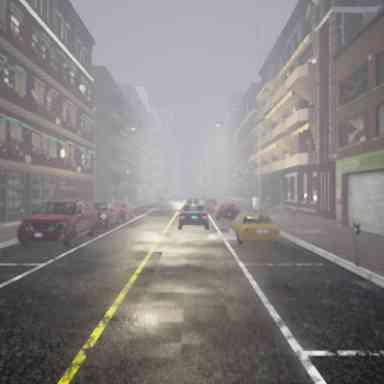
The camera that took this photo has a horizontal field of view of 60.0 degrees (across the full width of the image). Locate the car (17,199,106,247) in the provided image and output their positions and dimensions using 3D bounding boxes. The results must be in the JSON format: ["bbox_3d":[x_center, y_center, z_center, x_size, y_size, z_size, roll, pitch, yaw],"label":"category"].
[{"bbox_3d":[-5.693,1.261,14.831,2.192,1.841,5.009,0,0,0],"label":"car"}]

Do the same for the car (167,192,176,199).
[{"bbox_3d":[-5.720,0.961,93.738,2.192,1.841,5.009,0,0,0],"label":"car"}]

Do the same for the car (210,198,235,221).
[{"bbox_3d":[2.682,1.448,26.103,1.887,1.381,4.507,0,0,0],"label":"car"}]

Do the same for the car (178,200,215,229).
[{"bbox_3d":[0.094,1.470,21.077,2.033,1.411,5.357,0,0,0],"label":"car"}]

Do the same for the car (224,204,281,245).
[{"bbox_3d":[2.686,1.470,15.000,1.752,1.417,4.829,0,0,0],"label":"car"}]

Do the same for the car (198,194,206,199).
[{"bbox_3d":[2.661,1.250,88.101,1.802,1.307,4.206,0,0,0],"label":"car"}]

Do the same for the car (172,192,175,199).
[{"bbox_3d":[-5.718,1.235,82.466,1.887,1.381,4.507,0,0,0],"label":"car"}]

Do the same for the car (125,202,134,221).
[{"bbox_3d":[-5.698,1.449,26.104,1.887,1.381,4.507,0,0,0],"label":"car"}]

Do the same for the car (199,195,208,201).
[{"bbox_3d":[2.665,1.277,76.828,1.947,1.339,4.313,0,0,0],"label":"car"}]

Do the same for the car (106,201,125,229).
[{"bbox_3d":[-5.696,1.365,20.467,1.967,1.590,4.097,0,0,0],"label":"car"}]

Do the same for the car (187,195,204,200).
[{"bbox_3d":[0.086,1.395,41.221,2.033,1.411,5.357,0,0,0],"label":"car"}]

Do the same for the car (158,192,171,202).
[{"bbox_3d":[-5.712,1.306,65.557,2.008,1.369,4.403,0,0,0],"label":"car"}]

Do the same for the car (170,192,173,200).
[{"bbox_3d":[-5.714,1.284,71.193,2.008,1.369,4.403,0,0,0],"label":"car"}]

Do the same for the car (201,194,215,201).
[{"bbox_3d":[2.675,1.370,48.647,2.008,1.369,4.403,0,0,0],"label":"car"}]
